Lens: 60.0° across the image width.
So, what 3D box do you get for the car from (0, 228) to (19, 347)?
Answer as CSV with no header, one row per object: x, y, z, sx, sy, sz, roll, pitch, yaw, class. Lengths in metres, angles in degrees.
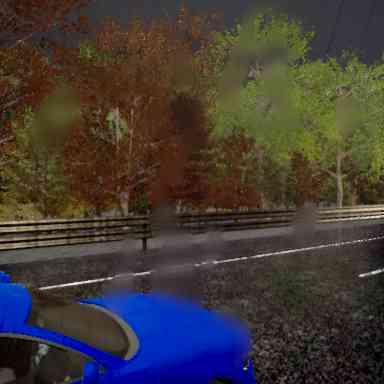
-5.198,1.478,4.361,5.008,1.535,1.882,0,0,-34,car

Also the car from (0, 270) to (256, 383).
-1.717,1.477,2.477,5.008,1.535,1.882,0,0,-34,car
